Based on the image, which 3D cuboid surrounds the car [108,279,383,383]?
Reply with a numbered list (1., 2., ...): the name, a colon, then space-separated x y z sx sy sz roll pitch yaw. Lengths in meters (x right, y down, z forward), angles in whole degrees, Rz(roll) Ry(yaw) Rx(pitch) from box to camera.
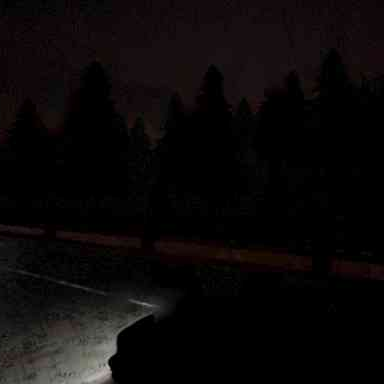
1. car: 1.705 1.548 2.778 5.357 1.411 2.033 0 0 35
